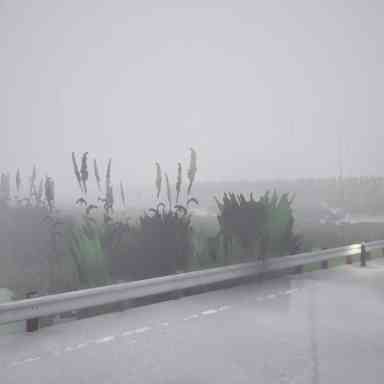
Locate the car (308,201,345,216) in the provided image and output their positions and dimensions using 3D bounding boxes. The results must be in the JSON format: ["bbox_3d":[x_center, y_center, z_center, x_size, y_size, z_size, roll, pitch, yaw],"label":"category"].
[{"bbox_3d":[10.859,1.572,29.002,2.097,1.767,4.553,-1,1,-43],"label":"car"}]
